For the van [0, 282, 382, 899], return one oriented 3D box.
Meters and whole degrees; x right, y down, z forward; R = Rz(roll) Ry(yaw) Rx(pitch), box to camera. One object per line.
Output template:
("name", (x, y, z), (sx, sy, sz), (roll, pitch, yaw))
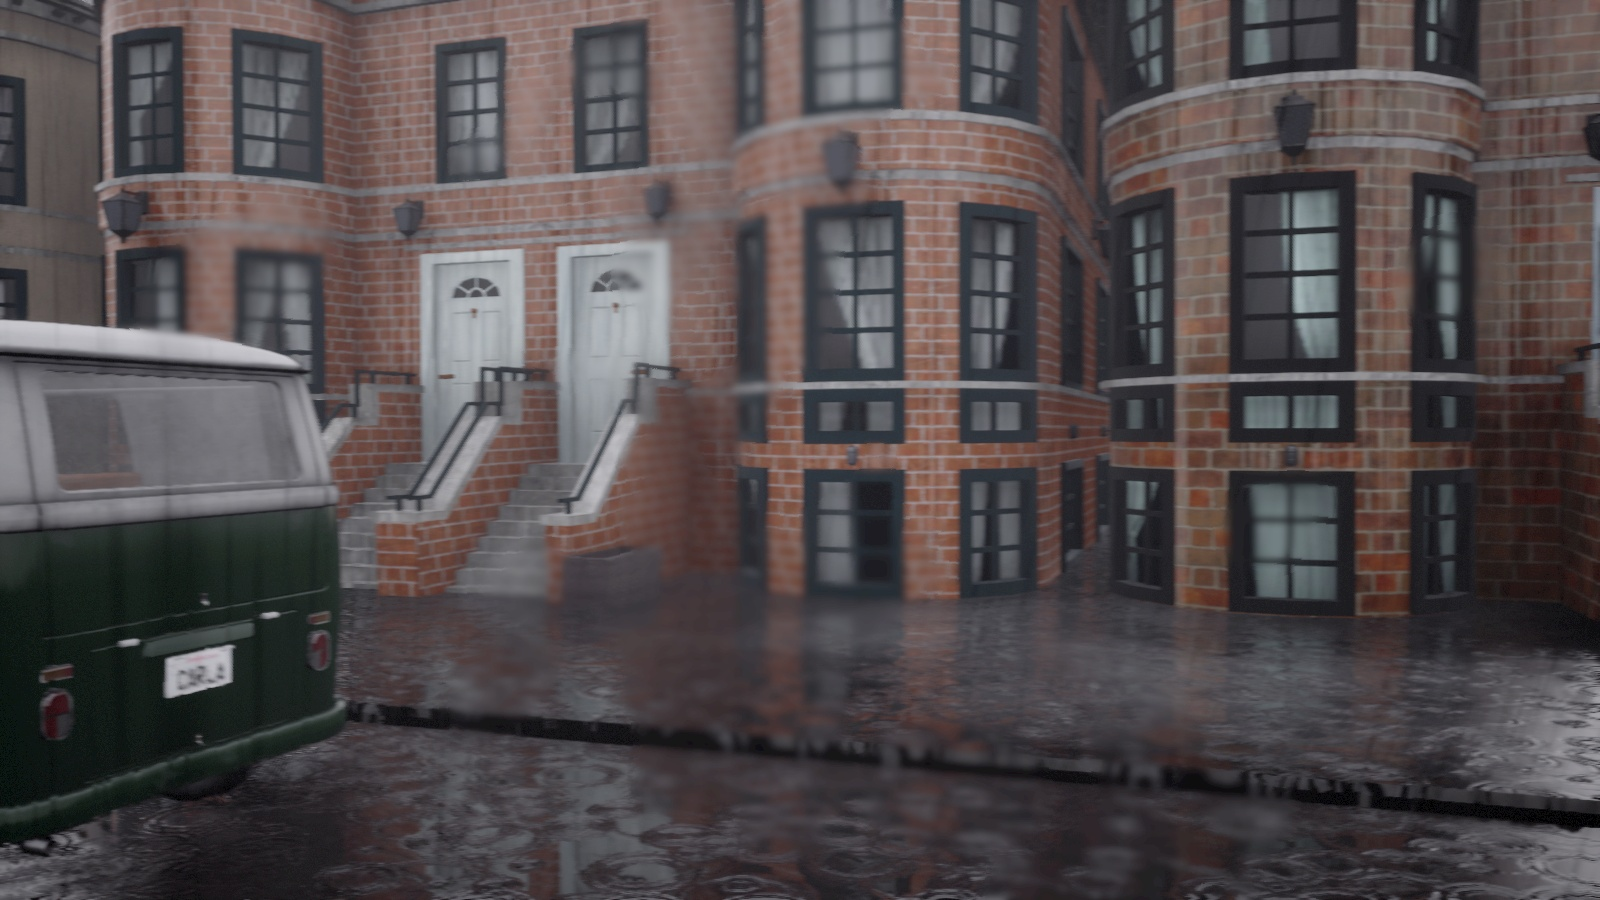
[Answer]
("van", (-4.135, 0.482, 5.109), (4.442, 1.987, 1.775), (1, 1, 19))
